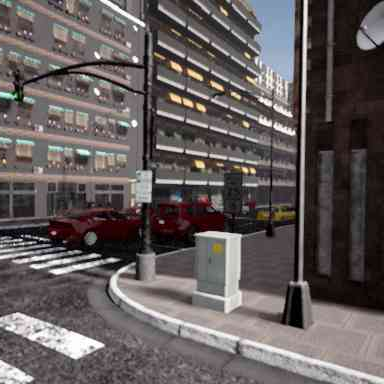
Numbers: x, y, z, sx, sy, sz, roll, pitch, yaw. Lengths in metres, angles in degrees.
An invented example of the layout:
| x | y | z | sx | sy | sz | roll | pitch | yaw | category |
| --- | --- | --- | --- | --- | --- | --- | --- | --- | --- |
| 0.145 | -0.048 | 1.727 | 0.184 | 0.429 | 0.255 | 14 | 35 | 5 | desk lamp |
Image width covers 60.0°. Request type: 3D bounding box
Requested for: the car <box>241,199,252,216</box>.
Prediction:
| x | y | z | sx | sy | sz | roll | pitch | yaw | category |
| --- | --- | --- | --- | --- | --- | --- | --- | --- | --- |
| 3.455 | 1.592 | 31.077 | 1.895 | 1.301 | 4.718 | 1 | 1 | 36 | car |

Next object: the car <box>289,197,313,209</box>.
| x | y | z | sx | sy | sz | roll | pitch | yaw | category |
| --- | --- | --- | --- | --- | --- | --- | --- | --- | --- |
| 15.838 | 1.530 | 48.246 | 1.882 | 1.535 | 5.008 | 1 | 0 | 36 | car |

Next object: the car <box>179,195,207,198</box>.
| x | y | z | sx | sy | sz | roll | pitch | yaw | category |
| --- | --- | --- | --- | --- | --- | --- | --- | --- | --- |
| -0.304 | 1.248 | 30.265 | 2.192 | 1.841 | 5.009 | 1 | 1 | 36 | car |

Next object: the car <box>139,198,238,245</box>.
| x | y | z | sx | sy | sz | roll | pitch | yaw | category |
| --- | --- | --- | --- | --- | --- | --- | --- | --- | --- |
| 0.069 | 1.396 | 16.370 | 2.192 | 1.841 | 5.009 | 1 | 1 | 36 | car |

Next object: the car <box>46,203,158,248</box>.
| x | y | z | sx | sy | sz | roll | pitch | yaw | category |
| --- | --- | --- | --- | --- | --- | --- | --- | --- | --- |
| -4.051 | 1.500 | 15.234 | 1.882 | 1.535 | 5.008 | 1 | 0 | 35 | car |

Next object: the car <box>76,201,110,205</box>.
| x | y | z | sx | sy | sz | roll | pitch | yaw | category |
| --- | --- | --- | --- | --- | --- | --- | --- | --- | --- |
| -6.750 | 1.350 | 21.243 | 1.967 | 1.590 | 4.097 | 1 | 1 | 36 | car |

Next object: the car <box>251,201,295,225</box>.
| x | y | z | sx | sy | sz | roll | pitch | yaw | category |
| --- | --- | --- | --- | --- | --- | --- | --- | --- | --- |
| 6.611 | 1.630 | 25.538 | 1.752 | 1.417 | 4.829 | 1 | 1 | 36 | car |

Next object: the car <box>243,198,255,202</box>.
| x | y | z | sx | sy | sz | roll | pitch | yaw | category |
| --- | --- | --- | --- | --- | --- | --- | --- | --- | --- |
| 6.138 | 1.398 | 39.289 | 1.967 | 1.590 | 4.097 | 1 | 1 | 36 | car |
